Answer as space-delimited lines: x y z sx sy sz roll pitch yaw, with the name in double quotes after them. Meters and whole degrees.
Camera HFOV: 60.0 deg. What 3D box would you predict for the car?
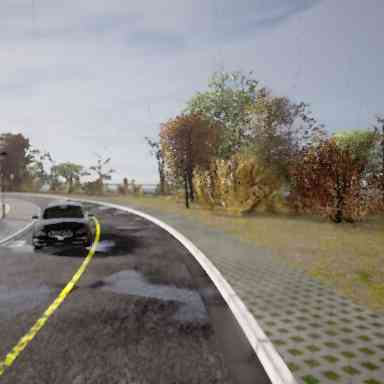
-4.968 1.191 12.952 1.837 1.490 4.892 -1 1 -18 "car"
